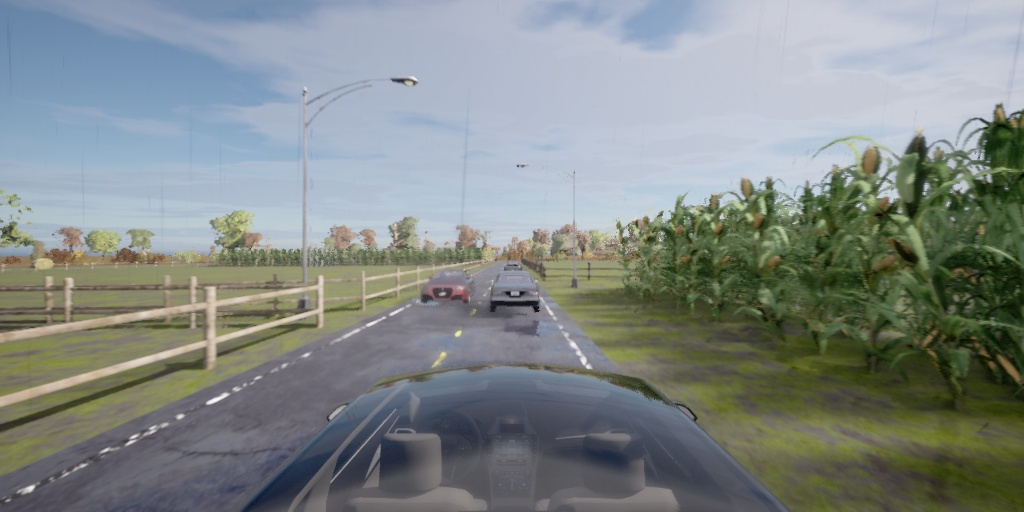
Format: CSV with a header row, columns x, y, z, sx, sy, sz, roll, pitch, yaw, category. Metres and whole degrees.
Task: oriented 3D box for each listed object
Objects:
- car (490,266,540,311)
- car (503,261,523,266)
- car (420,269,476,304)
x,y,z,sx,sy,sz,roll,pitch,yaw,category
0.100,1.292,14.397,2.033,1.411,5.357,0,0,0,car
0.101,1.228,37.094,2.128,1.511,4.902,0,0,0,car
-2.752,1.308,16.183,1.994,1.385,4.181,0,0,0,car
